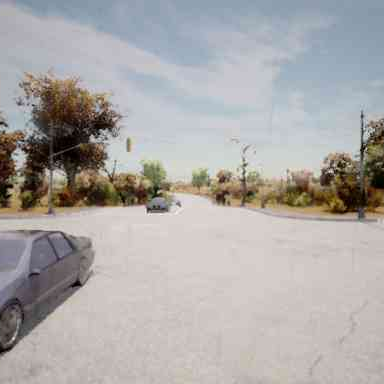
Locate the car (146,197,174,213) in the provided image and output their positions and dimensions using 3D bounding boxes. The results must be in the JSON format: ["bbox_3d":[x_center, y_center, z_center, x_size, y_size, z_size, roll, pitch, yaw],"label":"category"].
[{"bbox_3d":[-3.119,1.204,31.477,1.994,1.385,4.181,0,0,1],"label":"car"}]

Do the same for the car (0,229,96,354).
[{"bbox_3d":[-3.373,1.465,6.258,2.033,1.411,5.357,0,1,1],"label":"car"}]

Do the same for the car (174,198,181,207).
[{"bbox_3d":[-2.860,1.821,57.161,2.128,1.511,4.902,0,-2,1],"label":"car"}]
